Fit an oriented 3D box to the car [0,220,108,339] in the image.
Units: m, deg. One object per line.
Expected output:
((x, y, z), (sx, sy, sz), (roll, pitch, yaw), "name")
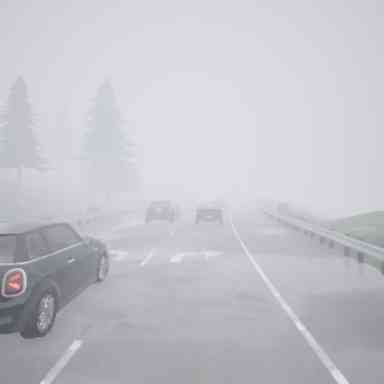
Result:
((-3.239, 1.348, 6.774), (2.097, 1.767, 4.553), (0, 0, 1), "car")

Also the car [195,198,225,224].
((1.330, 1.481, 24.582), (1.882, 1.535, 5.008), (0, 0, 5), "car")

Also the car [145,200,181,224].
((-2.118, 1.350, 25.238), (2.097, 1.767, 4.553), (0, 0, 5), "car")

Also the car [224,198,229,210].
((3.604, 1.512, 42.622), (2.163, 1.488, 4.792), (0, 0, 9), "car")
